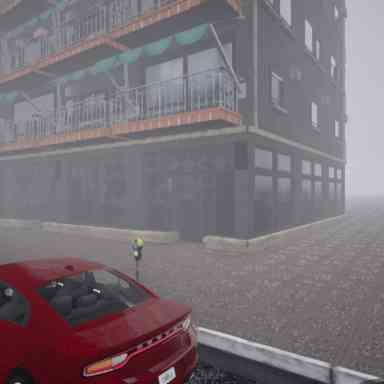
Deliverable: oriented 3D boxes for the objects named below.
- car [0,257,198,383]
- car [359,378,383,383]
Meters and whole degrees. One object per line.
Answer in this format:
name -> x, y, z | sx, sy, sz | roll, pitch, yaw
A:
car -> -2.042, 1.545, 4.326 | 4.507, 1.381, 1.887 | 0, 0, 35
car -> 2.551, 1.566, 1.059 | 4.313, 1.339, 1.947 | 0, 0, 35
